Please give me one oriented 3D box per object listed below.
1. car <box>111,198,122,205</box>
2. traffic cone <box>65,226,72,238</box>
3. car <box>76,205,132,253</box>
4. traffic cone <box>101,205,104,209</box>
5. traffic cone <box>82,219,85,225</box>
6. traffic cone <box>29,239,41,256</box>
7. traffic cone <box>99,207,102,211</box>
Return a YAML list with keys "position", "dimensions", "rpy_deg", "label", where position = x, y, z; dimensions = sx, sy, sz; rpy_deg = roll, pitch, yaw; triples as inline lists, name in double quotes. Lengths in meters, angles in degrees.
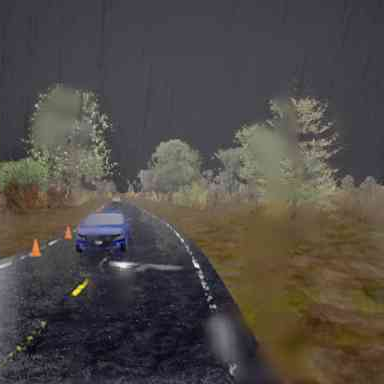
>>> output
- position: [-14.962, 1.904, 65.717]
  dimensions: [1.882, 1.535, 5.008]
  rpy_deg: [0, -1, -19]
  label: "car"
- position: [-6.353, 2.061, 17.090]
  dimensions: [0.340, 0.580, 0.340]
  rpy_deg: [0, 0, -8]
  label: "traffic cone"
- position: [-3.668, 1.565, 14.474]
  dimensions: [1.882, 1.535, 5.008]
  rpy_deg: [0, 0, -7]
  label: "car"
- position: [-11.486, 2.221, 41.323]
  dimensions: [0.340, 0.580, 0.340]
  rpy_deg: [0, 0, -13]
  label: "traffic cone"
- position: [-7.150, 2.092, 21.918]
  dimensions: [0.340, 0.580, 0.340]
  rpy_deg: [0, 0, -10]
  label: "traffic cone"
- position: [-5.750, 2.031, 12.234]
  dimensions: [0.340, 0.580, 0.340]
  rpy_deg: [0, 0, -6]
  label: "traffic cone"
- position: [-10.368, 2.188, 36.449]
  dimensions: [0.340, 0.580, 0.340]
  rpy_deg: [0, 0, -13]
  label: "traffic cone"
